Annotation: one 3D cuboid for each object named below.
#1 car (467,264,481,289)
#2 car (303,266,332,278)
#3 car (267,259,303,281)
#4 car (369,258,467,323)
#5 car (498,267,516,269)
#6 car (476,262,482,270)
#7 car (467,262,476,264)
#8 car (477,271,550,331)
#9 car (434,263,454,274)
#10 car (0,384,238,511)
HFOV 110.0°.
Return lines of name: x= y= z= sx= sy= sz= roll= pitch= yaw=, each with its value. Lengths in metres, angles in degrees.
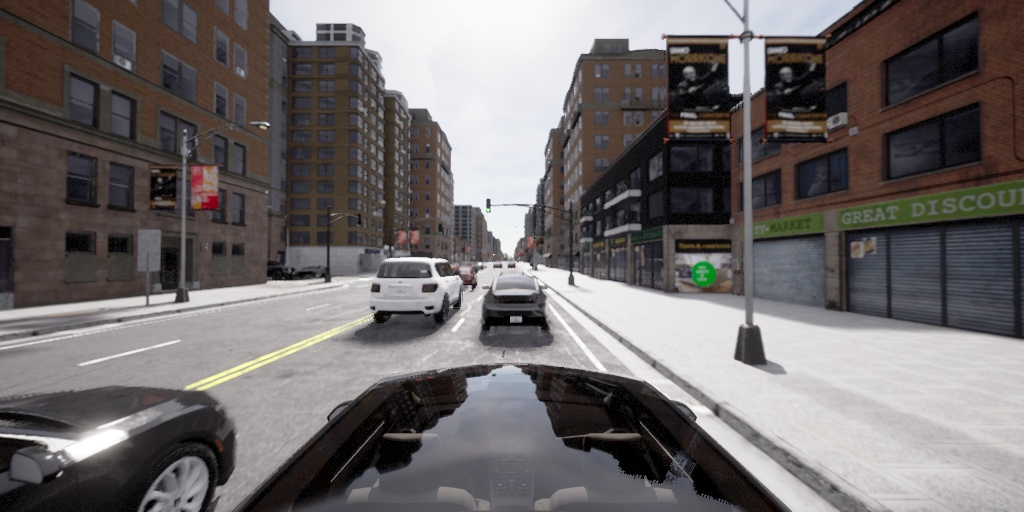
car: x=-3.418 y=1.525 z=25.328 sx=1.812 sy=1.442 sz=4.674 roll=0 pitch=-1 yaw=-3
car: x=-22.168 y=1.739 z=39.573 sx=4.313 sy=1.339 sz=1.948 roll=0 pitch=0 yaw=0
car: x=-23.504 y=1.310 z=34.109 sx=5.566 sy=2.045 sz=2.150 roll=0 pitch=-1 yaw=0
car: x=-3.151 y=1.091 z=12.829 sx=2.150 sy=2.045 sz=5.566 roll=0 pitch=0 yaw=0
car: x=0.030 y=1.567 z=22.278 sx=1.895 sy=1.301 sz=4.718 roll=0 pitch=-1 yaw=0
car: x=-6.610 y=1.719 z=58.924 sx=2.097 sy=1.767 sz=4.553 roll=0 pitch=-1 yaw=0
car: x=-6.620 y=1.621 z=50.052 sx=2.097 sy=1.767 sz=4.553 roll=0 pitch=-1 yaw=0
car: x=0.097 y=1.356 z=11.366 sx=1.837 sy=1.490 sz=4.892 roll=0 pitch=-1 yaw=0
car: x=-9.871 y=1.772 z=52.359 sx=1.882 sy=1.535 sz=5.008 roll=0 pitch=-1 yaw=0
car: x=-3.150 y=1.248 z=0.926 sx=1.837 sy=1.490 sz=4.892 roll=0 pitch=0 yaw=0
